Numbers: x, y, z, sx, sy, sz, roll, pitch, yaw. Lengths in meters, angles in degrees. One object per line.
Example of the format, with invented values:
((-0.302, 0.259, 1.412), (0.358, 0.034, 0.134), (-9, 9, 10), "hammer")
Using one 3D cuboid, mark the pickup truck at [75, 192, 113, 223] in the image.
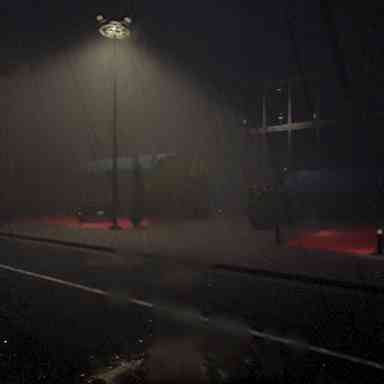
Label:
((-7.434, 1.068, 25.273), (2.390, 2.098, 6.274), (0, 0, -24), "pickup truck")
